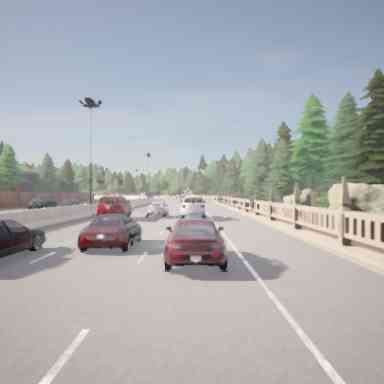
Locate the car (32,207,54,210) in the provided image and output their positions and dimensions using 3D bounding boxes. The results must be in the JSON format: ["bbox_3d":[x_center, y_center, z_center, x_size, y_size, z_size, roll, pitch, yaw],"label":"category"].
[{"bbox_3d":[-21.044,1.463,47.275,2.150,2.045,5.566,0,0,0],"label":"car"}]

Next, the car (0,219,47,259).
[{"bbox_3d":[-6.895,1.607,11.289,2.033,1.411,5.357,0,0,0],"label":"car"}]

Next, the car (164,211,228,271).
[{"bbox_3d":[0.103,1.580,10.977,1.812,1.442,4.674,0,0,0],"label":"car"}]

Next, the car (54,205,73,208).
[{"bbox_3d":[-17.545,1.748,47.893,1.837,1.490,4.892,0,0,0],"label":"car"}]

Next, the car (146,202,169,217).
[{"bbox_3d":[-3.390,1.691,33.270,1.812,1.442,4.674,0,0,0],"label":"car"}]

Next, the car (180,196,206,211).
[{"bbox_3d":[0.111,1.374,30.588,2.150,2.045,5.566,0,0,0],"label":"car"}]

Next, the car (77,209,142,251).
[{"bbox_3d":[-3.395,1.637,14.390,1.994,1.385,4.181,0,0,0],"label":"car"}]

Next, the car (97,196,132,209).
[{"bbox_3d":[-6.892,1.374,29.887,2.150,2.045,5.566,0,0,0],"label":"car"}]
